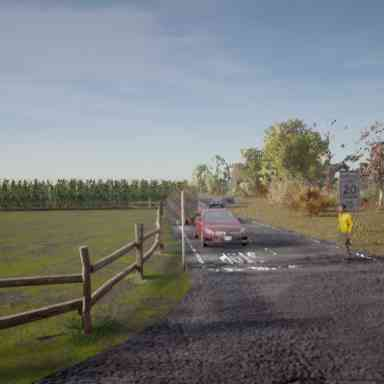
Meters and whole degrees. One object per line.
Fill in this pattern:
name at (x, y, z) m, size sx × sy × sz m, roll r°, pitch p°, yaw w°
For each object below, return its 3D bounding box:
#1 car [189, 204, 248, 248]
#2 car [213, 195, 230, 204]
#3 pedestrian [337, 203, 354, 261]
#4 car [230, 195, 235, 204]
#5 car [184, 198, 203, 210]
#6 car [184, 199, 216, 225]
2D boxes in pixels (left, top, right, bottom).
car at (1.143, 1.510, 15.072) m, size 1.812 × 1.442 × 4.674 m, roll -1°, pitch 0°, yaw -6°
car at (3.823, 1.448, 47.594) m, size 2.033 × 1.411 × 5.357 m, roll -1°, pitch 0°, yaw 12°
pedestrian at (4.822, 1.223, 10.479) m, size 0.375 × 1.860 × 0.375 m, roll -2°, pitch 1°, yaw -6°
car at (6.567, 1.350, 59.406) m, size 1.837 × 1.490 × 4.892 m, roll -1°, pitch 0°, yaw 11°
car at (0.211, 1.518, 43.785) m, size 1.994 × 1.385 × 4.181 m, roll -1°, pitch 0°, yaw 8°
car at (0.277, 1.462, 24.497) m, size 1.882 × 1.535 × 5.008 m, roll -1°, pitch 0°, yaw -5°
